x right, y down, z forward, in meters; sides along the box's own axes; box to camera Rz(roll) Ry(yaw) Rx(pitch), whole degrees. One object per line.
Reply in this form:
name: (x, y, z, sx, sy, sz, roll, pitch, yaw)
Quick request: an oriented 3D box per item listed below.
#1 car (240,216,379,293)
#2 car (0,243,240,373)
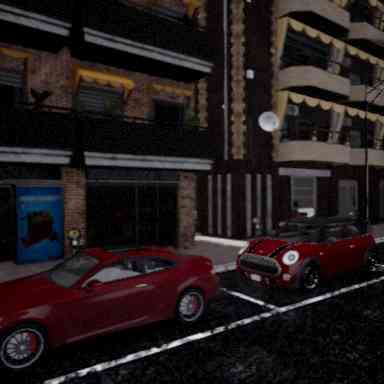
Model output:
car: (3.086, 1.430, 8.766, 4.097, 1.590, 1.967, 0, 0, -35)
car: (-1.414, 1.580, 5.557, 4.206, 1.307, 1.802, 0, 0, -35)
